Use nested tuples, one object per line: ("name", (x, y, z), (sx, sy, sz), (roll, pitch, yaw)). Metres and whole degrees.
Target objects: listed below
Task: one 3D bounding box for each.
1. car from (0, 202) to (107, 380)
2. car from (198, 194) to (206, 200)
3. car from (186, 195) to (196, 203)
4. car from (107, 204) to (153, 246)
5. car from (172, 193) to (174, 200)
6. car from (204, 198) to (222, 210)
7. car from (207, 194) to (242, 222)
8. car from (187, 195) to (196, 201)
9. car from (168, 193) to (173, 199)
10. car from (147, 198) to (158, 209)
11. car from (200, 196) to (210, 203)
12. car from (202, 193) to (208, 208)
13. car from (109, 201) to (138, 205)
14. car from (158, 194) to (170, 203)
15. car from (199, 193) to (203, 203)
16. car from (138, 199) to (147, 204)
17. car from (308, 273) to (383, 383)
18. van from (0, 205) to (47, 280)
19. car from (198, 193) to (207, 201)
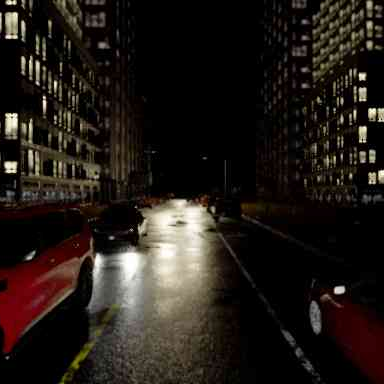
("car", (-3.111, 1.217, 4.956), (2.150, 2.045, 5.566), (0, 0, 0))
("car", (2.489, 1.316, 86.719), (1.967, 1.590, 4.097), (0, 0, 0))
("car", (-0.158, 1.431, 67.737), (1.812, 1.442, 4.674), (0, 0, 0))
("car", (-3.124, 1.509, 15.279), (1.812, 1.442, 4.674), (0, 0, 0))
("car", (-5.904, 1.189, 92.237), (2.192, 1.841, 5.009), (0, 0, 0))
("car", (2.596, 1.507, 42.405), (1.947, 1.339, 4.313), (0, 0, 0))
("car", (2.637, 1.280, 25.786), (2.192, 1.841, 5.009), (0, 0, 0))
("car", (-0.182, 1.326, 77.746), (1.994, 1.385, 4.181), (0, 0, 0))
("car", (-5.864, 1.481, 75.620), (1.802, 1.307, 4.206), (0, 0, 0))
("car", (-5.784, 1.529, 42.384), (1.802, 1.307, 4.206), (0, 0, 0))
("car", (2.542, 1.435, 64.732), (1.752, 1.417, 4.829), (0, 0, 0))
("car", (2.610, 1.264, 36.866), (2.192, 1.841, 5.009), (0, 0, 0))
("car", (-5.745, 1.537, 25.766), (1.947, 1.339, 4.313), (0, 0, 0))
("car", (-5.838, 1.498, 64.542), (1.802, 1.307, 4.206), (0, 0, 0))
("car", (2.584, 1.248, 47.944), (2.192, 1.841, 5.009), (0, 0, 0))
("car", (-5.758, 1.514, 31.305), (2.008, 1.369, 4.403), (0, 0, 0))
("car", (2.712, 1.538, 3.633), (1.887, 1.381, 4.507), (0, 0, 0))
("van", (-5.704, 1.334, 9.148), (1.690, 1.788, 3.998), (0, 0, 0))
("car", (2.504, 1.200, 81.180), (2.192, 1.841, 5.009), (0, 0, 0))
